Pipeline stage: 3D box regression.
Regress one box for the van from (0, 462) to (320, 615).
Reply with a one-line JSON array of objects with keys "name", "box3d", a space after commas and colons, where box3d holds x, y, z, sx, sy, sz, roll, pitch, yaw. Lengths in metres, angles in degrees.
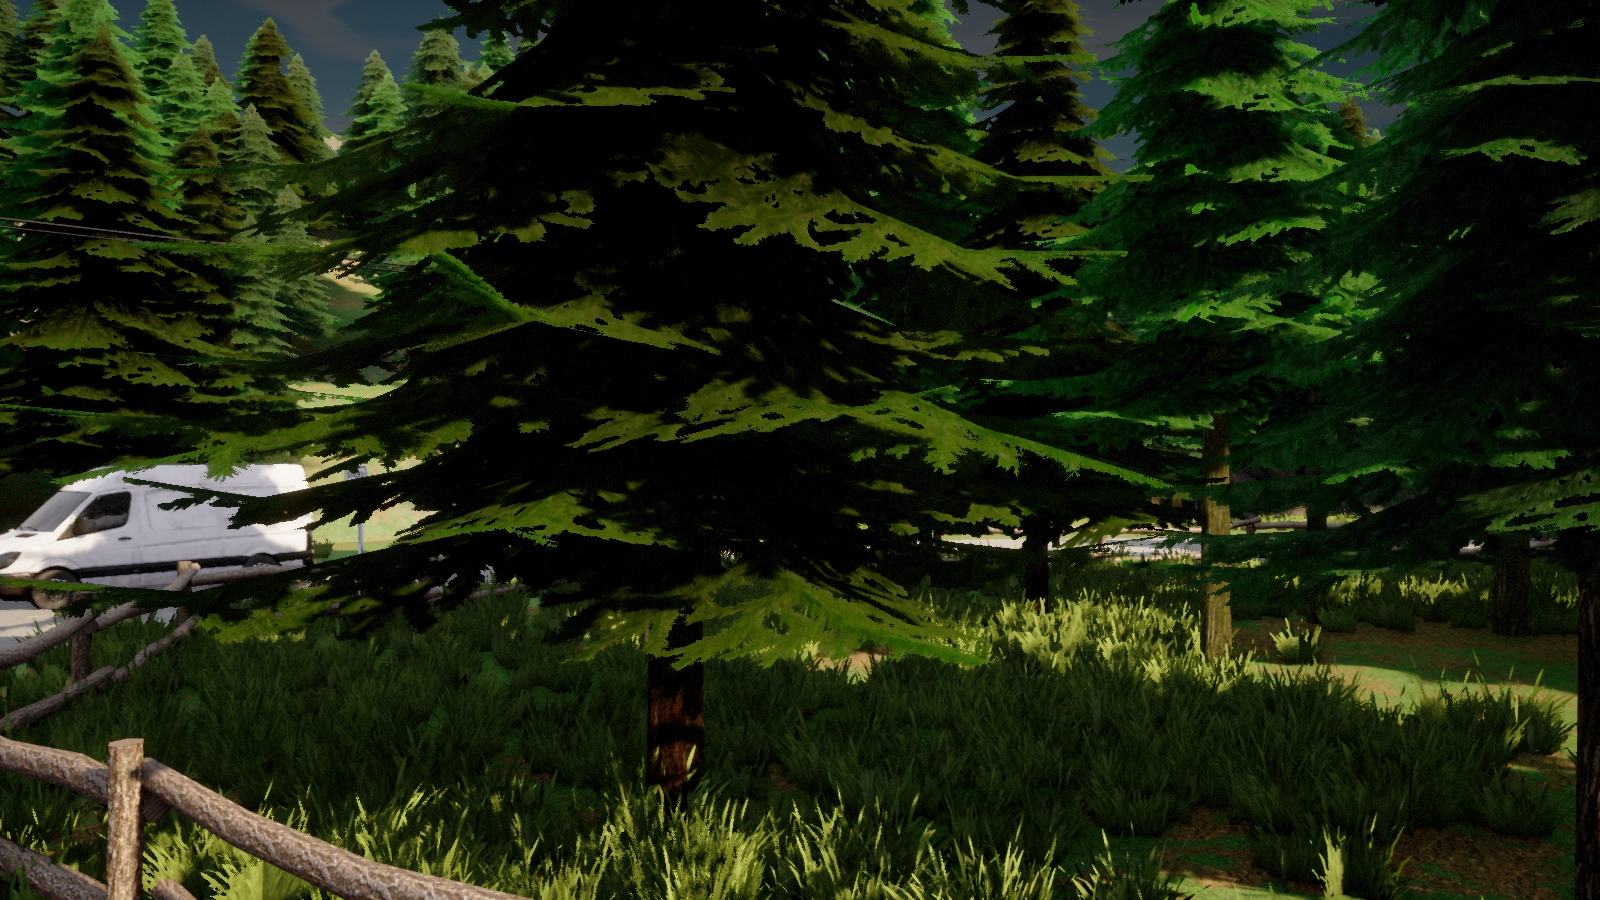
[{"name": "van", "box3d": [-12.694, 1.535, 22.273, 1.988, 2.561, 5.915, 0, 0, 38]}]
